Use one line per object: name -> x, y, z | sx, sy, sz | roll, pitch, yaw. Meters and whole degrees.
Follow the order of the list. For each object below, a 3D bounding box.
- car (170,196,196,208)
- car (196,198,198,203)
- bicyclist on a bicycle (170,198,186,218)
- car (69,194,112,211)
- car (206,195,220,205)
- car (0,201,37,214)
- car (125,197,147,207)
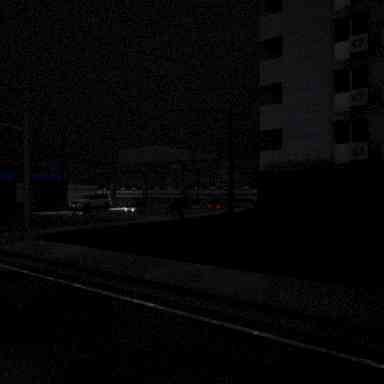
car -> -1.478, 1.547, 47.497 | 2.033, 1.411, 5.357 | 0, 0, 17
car -> -0.130, 1.564, 69.856 | 1.994, 1.385, 4.181 | 0, 0, -12
bicyclist on a bicycle -> -1.169, 1.300, 27.291 | 1.656, 1.620, 0.582 | 0, 0, 36
car -> -12.300, 1.221, 40.713 | 2.150, 2.045, 5.566 | 0, 0, 29
car -> 3.916, 1.526, 58.460 | 1.812, 1.442, 4.674 | 0, 0, 4
car -> -17.886, 1.601, 32.461 | 1.895, 1.301, 4.718 | 0, 0, 35
car -> -8.353, 1.491, 49.988 | 2.128, 1.511, 4.902 | 0, 0, 15
